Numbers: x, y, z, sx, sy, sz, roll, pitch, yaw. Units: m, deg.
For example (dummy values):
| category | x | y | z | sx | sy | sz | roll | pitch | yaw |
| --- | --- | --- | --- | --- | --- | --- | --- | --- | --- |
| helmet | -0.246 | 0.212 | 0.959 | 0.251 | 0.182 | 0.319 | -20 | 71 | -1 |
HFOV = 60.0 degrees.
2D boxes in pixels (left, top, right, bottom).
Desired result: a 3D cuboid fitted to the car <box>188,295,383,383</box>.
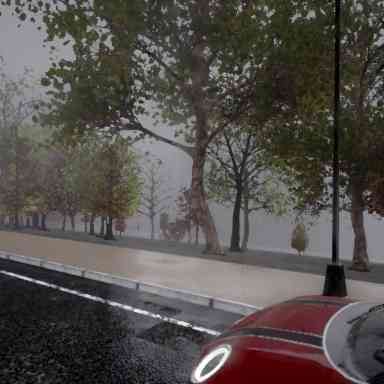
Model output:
| category | x | y | z | sx | sy | sz | roll | pitch | yaw |
| --- | --- | --- | --- | --- | --- | --- | --- | --- | --- |
| car | 2.131 | 1.352 | 2.155 | 4.553 | 1.767 | 2.097 | 0 | 0 | 36 |
